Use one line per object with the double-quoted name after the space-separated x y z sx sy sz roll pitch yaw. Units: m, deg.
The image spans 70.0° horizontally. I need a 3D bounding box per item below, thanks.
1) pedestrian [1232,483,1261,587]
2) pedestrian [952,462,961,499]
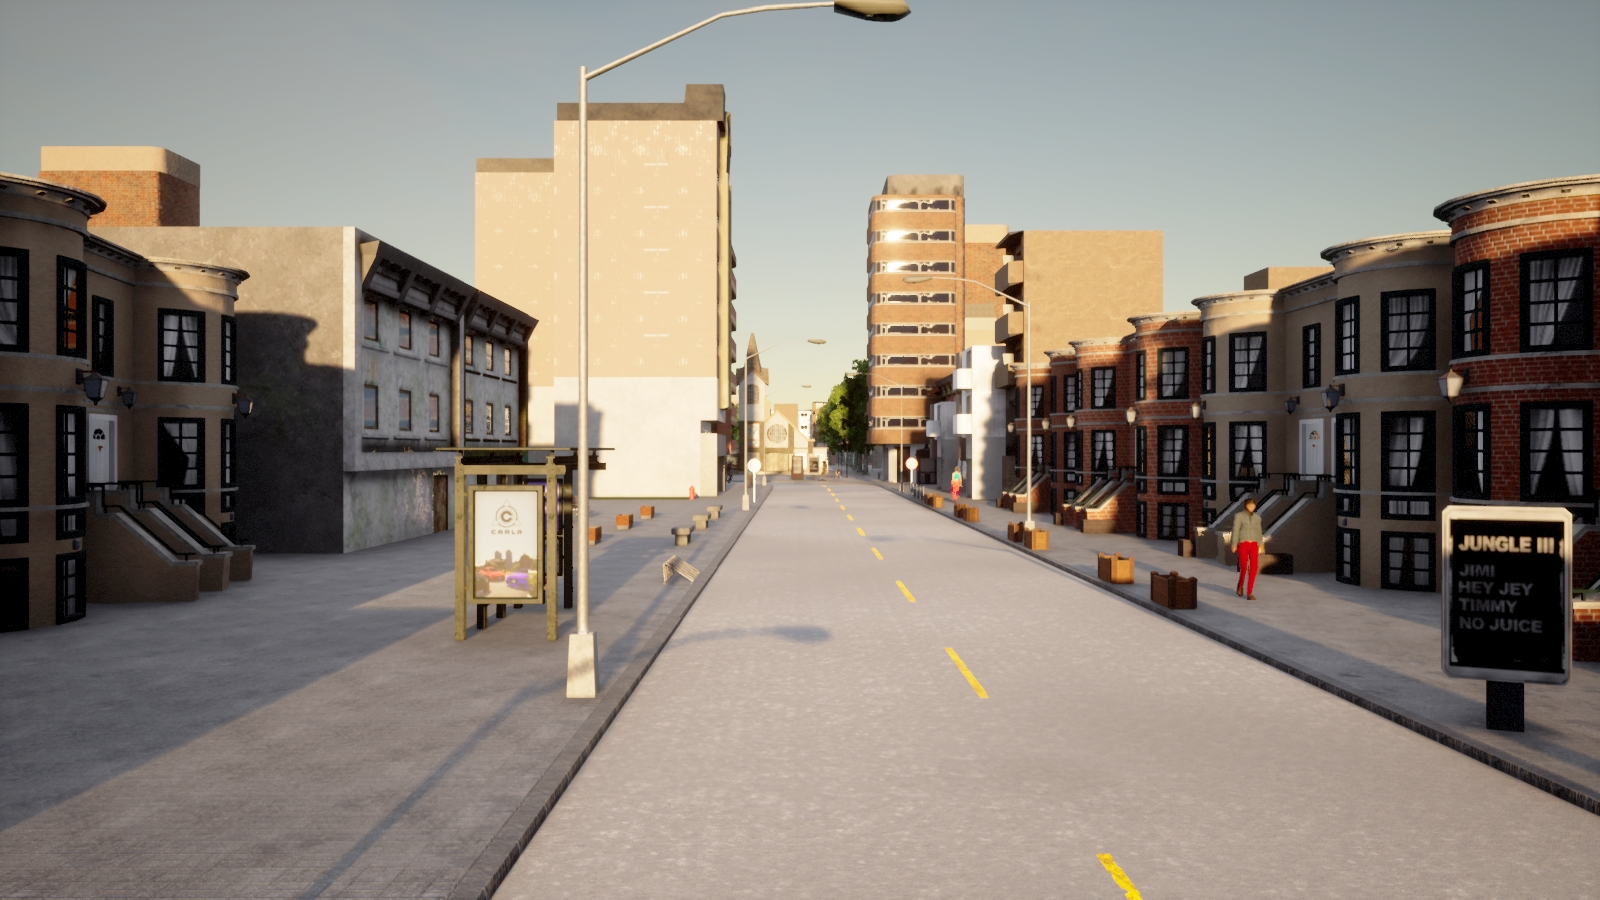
8.059 1.525 20.611 0.375 1.860 0.375 0 0 0 "pedestrian"
7.905 1.525 57.750 0.375 1.860 0.375 0 0 -3 "pedestrian"
